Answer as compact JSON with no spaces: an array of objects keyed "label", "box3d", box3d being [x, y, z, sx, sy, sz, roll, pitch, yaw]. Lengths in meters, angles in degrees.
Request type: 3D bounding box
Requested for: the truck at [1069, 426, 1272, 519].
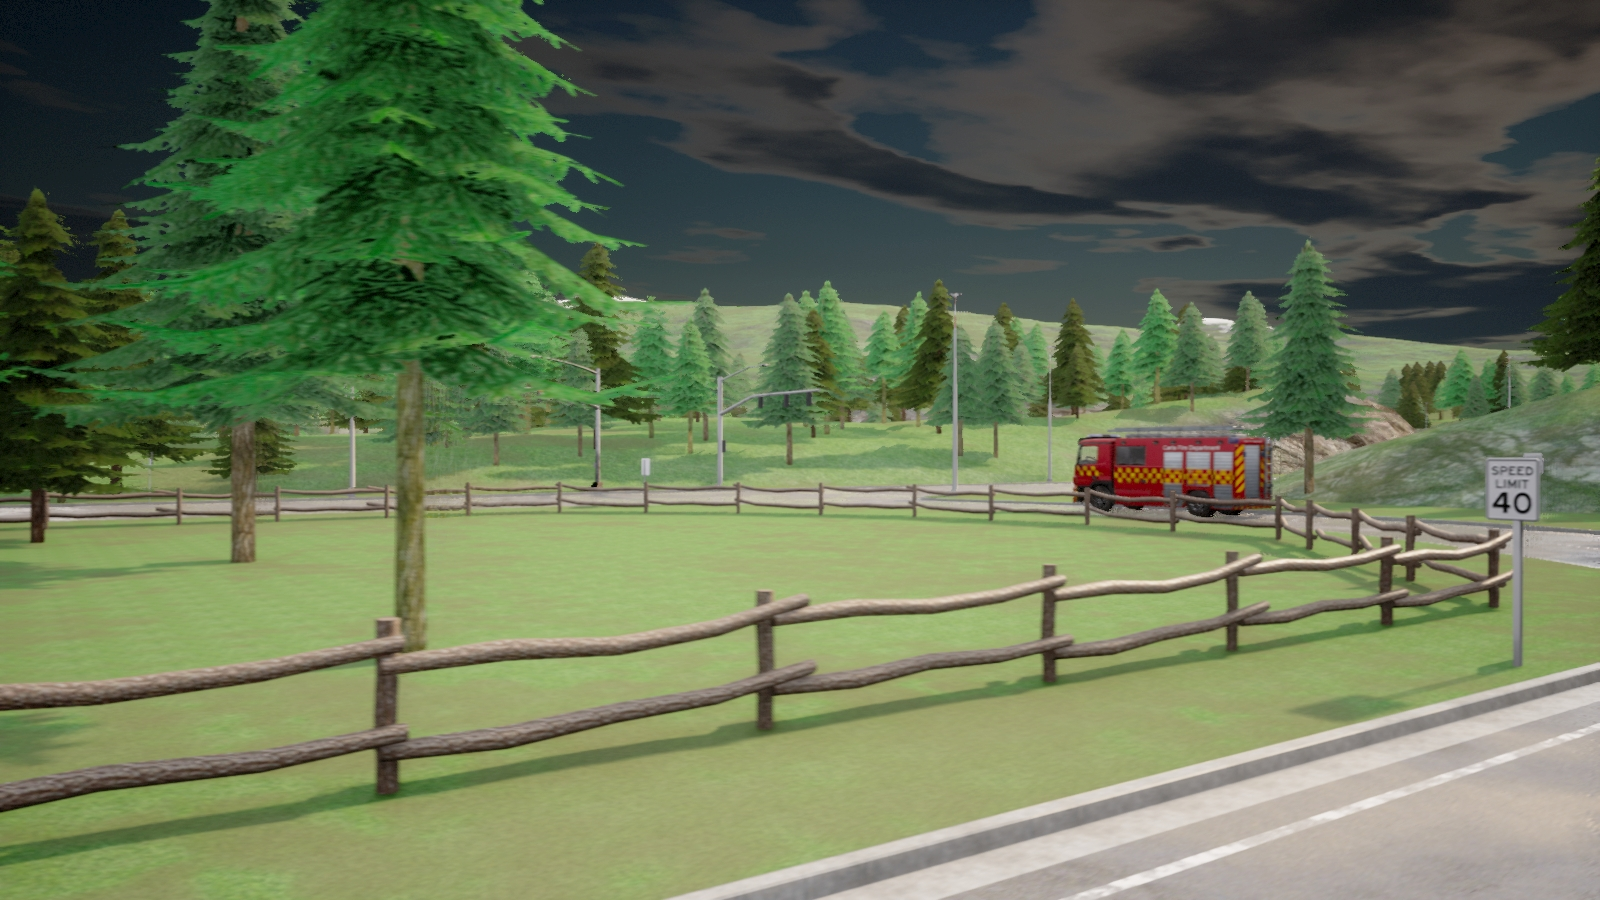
[{"label":"truck","box3d":[16.305,0.919,50.958,2.891,3.827,8.468,0,0,-38]}]
